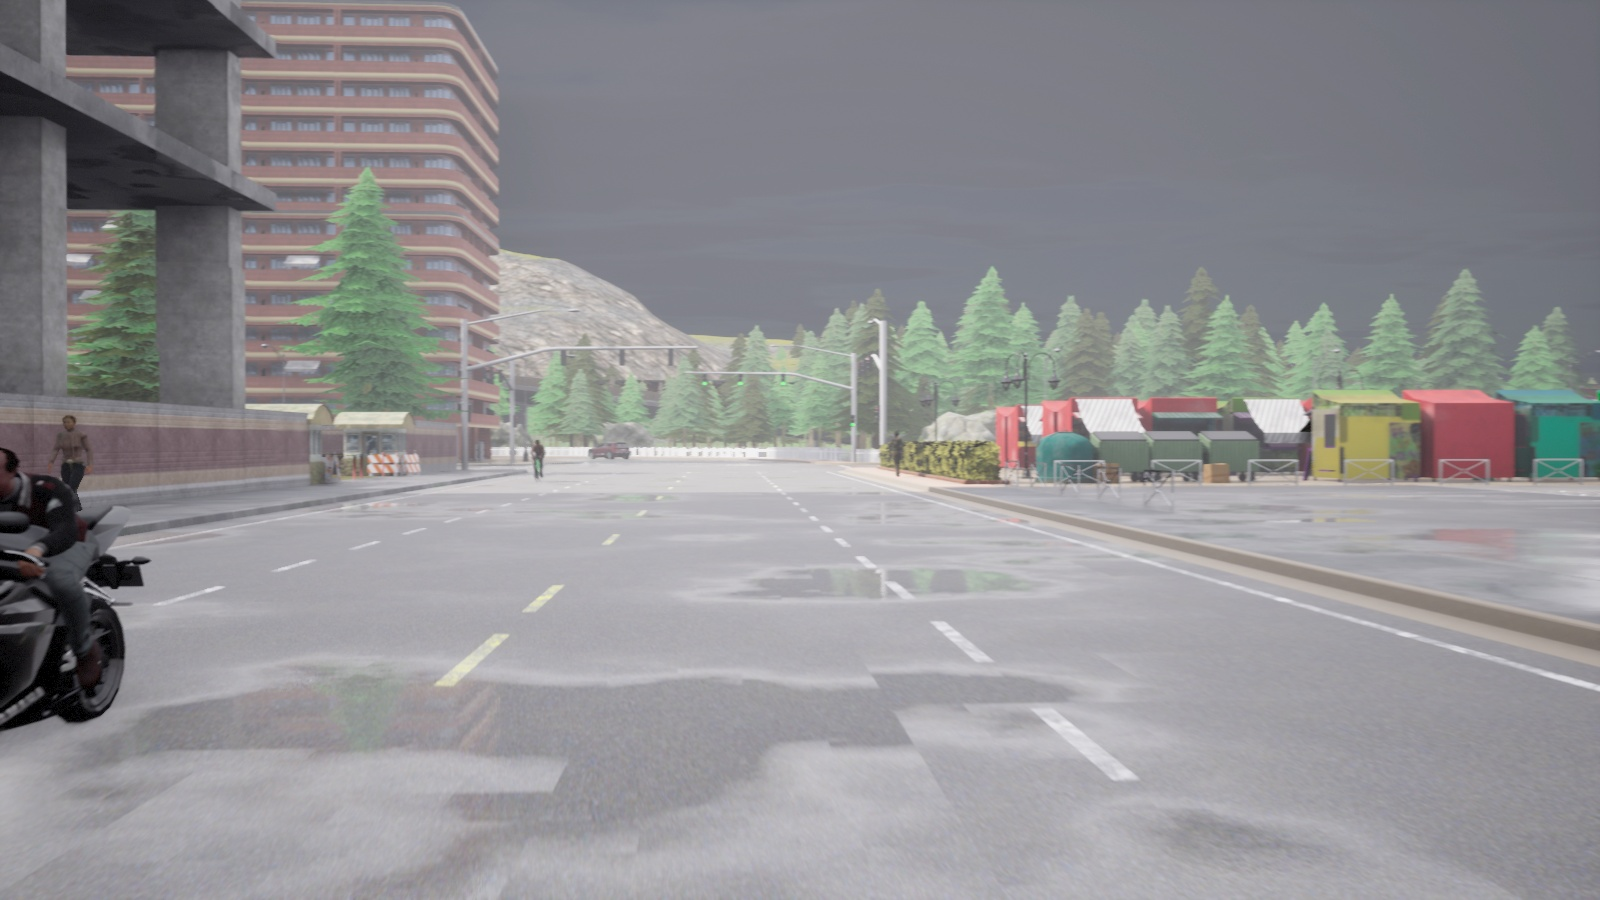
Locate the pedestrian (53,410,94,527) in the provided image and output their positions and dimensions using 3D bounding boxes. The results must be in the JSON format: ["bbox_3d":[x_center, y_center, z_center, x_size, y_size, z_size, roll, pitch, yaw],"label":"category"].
[{"bbox_3d":[-11.635,0.284,20.127,0.331,1.846,0.634,0,0,-5],"label":"pedestrian"}]

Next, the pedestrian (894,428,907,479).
[{"bbox_3d":[3.841,0.121,48.063,0.395,1.930,0.692,0,0,-2],"label":"pedestrian"}]

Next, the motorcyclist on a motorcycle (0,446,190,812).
[{"bbox_3d":[-3.833,0.747,6.012,0.866,1.530,2.191,0,0,-3],"label":"motorcyclist on a motorcycle"}]
